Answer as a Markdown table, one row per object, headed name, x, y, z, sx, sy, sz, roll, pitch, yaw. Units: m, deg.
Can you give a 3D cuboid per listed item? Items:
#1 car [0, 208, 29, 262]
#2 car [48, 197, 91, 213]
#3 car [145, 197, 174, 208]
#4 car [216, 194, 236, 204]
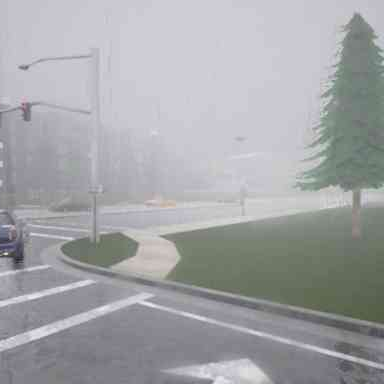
| name | x | y | z | sx | sy | sz | roll | pitch | yaw |
| --- | --- | --- | --- | --- | --- | --- | --- | --- | --- |
| car | -6.969 | 1.337 | 11.627 | 2.097 | 1.767 | 4.553 | 0 | 0 | -25 |
| car | -12.935 | 1.318 | 35.572 | 2.097 | 1.767 | 4.553 | 0 | 0 | 35 |
| car | -4.567 | 1.441 | 47.505 | 1.882 | 1.535 | 5.008 | 0 | 0 | 35 |
| car | 6.419 | 1.313 | 63.035 | 2.097 | 1.767 | 4.553 | 0 | 0 | 35 |
